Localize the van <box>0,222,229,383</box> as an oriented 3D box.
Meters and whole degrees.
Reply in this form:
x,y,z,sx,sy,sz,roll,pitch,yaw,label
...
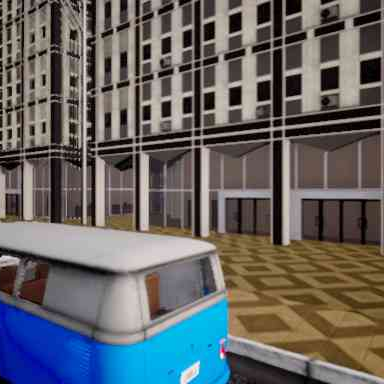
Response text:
x,y,z,sx,sy,sz,roll,pitch,yaw,label
-1.521,1.327,3.964,3.998,1.788,1.690,0,0,36,van
